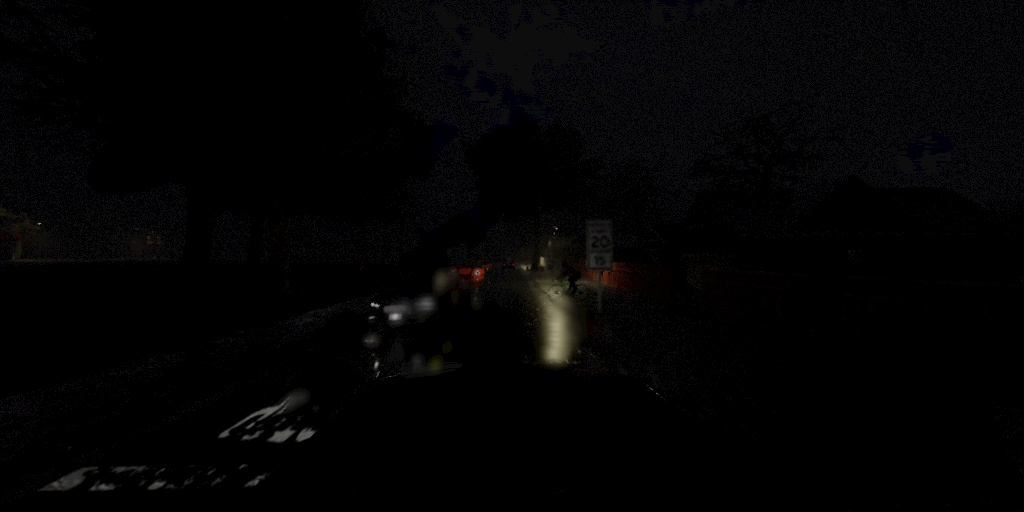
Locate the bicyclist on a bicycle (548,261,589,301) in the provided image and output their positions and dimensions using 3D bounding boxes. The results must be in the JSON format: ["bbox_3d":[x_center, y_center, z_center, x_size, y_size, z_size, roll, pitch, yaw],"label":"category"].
[{"bbox_3d":[2.276,1.014,14.365,1.656,1.620,0.582,0,0,-1],"label":"bicyclist on a bicycle"}]

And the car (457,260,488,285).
[{"bbox_3d":[-3.052,1.091,25.374,2.097,1.767,4.553,0,0,0],"label":"car"}]

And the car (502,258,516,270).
[{"bbox_3d":[-0.439,1.198,50.043,2.033,1.411,5.357,0,0,0],"label":"car"}]

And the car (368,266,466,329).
[{"bbox_3d":[-2.921,1.251,11.392,2.128,1.511,4.902,0,0,-1],"label":"car"}]

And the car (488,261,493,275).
[{"bbox_3d":[-3.134,1.188,38.793,1.882,1.535,5.008,0,0,0],"label":"car"}]
